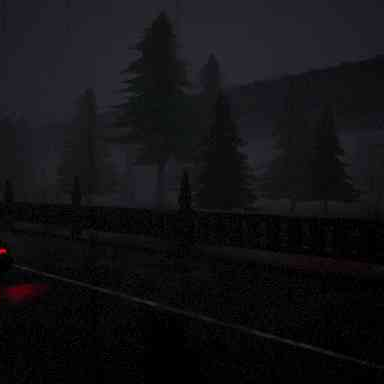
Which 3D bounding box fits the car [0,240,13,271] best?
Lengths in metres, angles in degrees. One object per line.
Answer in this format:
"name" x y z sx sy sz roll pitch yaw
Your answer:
"car" -6.938 1.471 9.015 5.357 1.411 2.033 1 0 36
